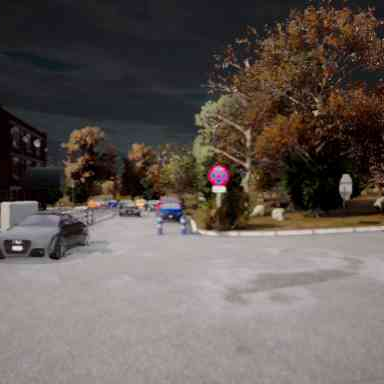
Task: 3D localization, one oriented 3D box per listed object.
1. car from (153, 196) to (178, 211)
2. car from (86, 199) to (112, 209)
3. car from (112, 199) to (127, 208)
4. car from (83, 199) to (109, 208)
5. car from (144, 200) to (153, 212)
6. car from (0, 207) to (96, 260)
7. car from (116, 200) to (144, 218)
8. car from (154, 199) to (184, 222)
[{"bbox_3d":[-2.308,1.420,33.244,2.435,2.045,5.566,0,-1,-9],"label":"car"},{"bbox_3d":[-15.431,1.903,54.833,2.097,1.767,4.553,0,-1,-38],"label":"car"},{"bbox_3d":[-10.505,1.949,54.287,2.231,1.521,4.892,0,-1,-37],"label":"car"},{"bbox_3d":[-18.176,2.217,62.900,4.892,1.521,2.231,-3,-2,40],"label":"car"},{"bbox_3d":[-5.175,1.828,44.306,2.231,1.521,4.892,0,0,-21],"label":"car"},{"bbox_3d":[-5.141,1.454,11.804,1.994,1.385,4.181,0,0,1],"label":"car"},{"bbox_3d":[-5.892,1.711,31.919,1.994,1.385,4.181,0,-1,-8],"label":"car"},{"bbox_3d":[-1.728,1.599,27.275,2.097,1.535,5.008,0,-1,-3],"label":"car"}]
